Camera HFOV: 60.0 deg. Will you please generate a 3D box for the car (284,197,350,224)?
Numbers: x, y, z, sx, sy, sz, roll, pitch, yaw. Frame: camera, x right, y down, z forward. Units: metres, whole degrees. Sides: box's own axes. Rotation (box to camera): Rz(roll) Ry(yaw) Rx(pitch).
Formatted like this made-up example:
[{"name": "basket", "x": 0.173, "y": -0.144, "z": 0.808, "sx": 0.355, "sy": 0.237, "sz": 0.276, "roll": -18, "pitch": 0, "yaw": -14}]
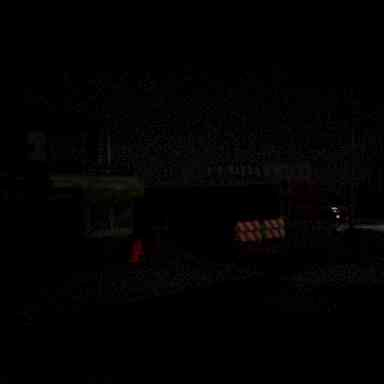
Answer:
[{"name": "car", "x": 8.823, "y": 1.165, "z": 23.468, "sx": 2.097, "sy": 1.767, "sz": 4.553, "roll": -1, "pitch": 0, "yaw": -36}]
